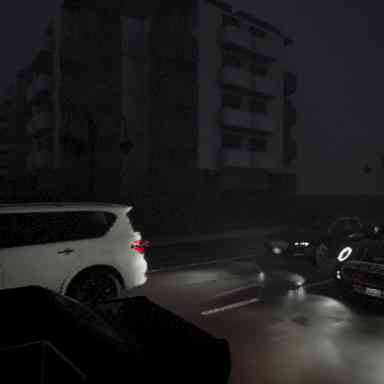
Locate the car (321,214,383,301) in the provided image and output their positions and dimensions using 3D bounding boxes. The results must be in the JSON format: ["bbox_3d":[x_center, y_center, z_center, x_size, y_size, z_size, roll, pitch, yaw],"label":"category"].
[{"bbox_3d":[5.376,1.382,7.813,4.553,1.767,2.097,0,0,-35],"label":"car"}]

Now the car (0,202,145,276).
[{"bbox_3d":[-3.526,1.223,5.841,5.566,2.045,2.150,0,0,-34],"label":"car"}]

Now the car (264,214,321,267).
[{"bbox_3d":[4.586,1.527,11.548,4.902,1.511,2.128,0,0,-35],"label":"car"}]

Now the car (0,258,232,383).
[{"bbox_3d":[-2.031,1.600,2.534,4.718,1.301,1.895,0,0,-35],"label":"car"}]
